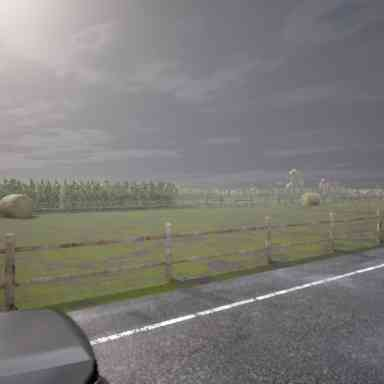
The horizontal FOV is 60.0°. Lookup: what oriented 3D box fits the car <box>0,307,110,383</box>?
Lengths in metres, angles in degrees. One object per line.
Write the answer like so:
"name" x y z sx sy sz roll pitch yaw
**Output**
"car" -3.155 1.547 1.740 5.357 1.411 2.033 0 0 -36
